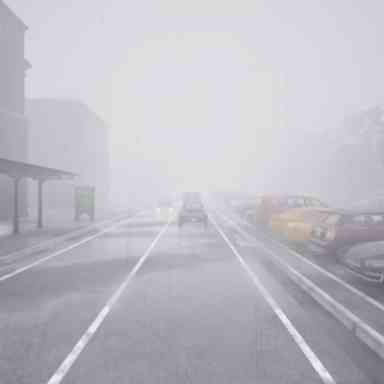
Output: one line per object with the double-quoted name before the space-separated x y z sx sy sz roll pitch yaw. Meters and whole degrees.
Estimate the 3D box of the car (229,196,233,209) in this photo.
"car" 6.419 1.432 33.104 4.674 1.452 2.002 0 1 0

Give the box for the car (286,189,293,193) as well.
"car" 19.805 0.682 58.172 5.366 1.575 1.946 0 2 0

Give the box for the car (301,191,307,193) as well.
"car" 19.574 0.999 49.936 5.008 1.535 2.097 0 2 0

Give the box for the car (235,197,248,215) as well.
"car" 6.383 1.452 27.525 5.008 1.535 2.097 0 0 0

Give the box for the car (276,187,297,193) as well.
"car" 19.664 0.311 66.654 4.674 1.452 2.002 0 3 0

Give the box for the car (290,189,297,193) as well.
"car" 19.791 0.800 55.379 5.366 1.575 1.946 0 3 0

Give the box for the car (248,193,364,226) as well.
"car" 6.375 1.233 19.169 5.566 2.045 2.435 0 0 0

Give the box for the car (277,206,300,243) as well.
"car" 6.505 1.492 13.602 5.366 1.575 1.946 0 0 0

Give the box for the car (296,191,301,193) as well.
"car" 19.564 0.934 52.727 4.792 1.488 2.163 0 2 0

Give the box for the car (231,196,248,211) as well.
"car" 6.396 1.426 30.315 5.008 1.535 2.097 0 1 0

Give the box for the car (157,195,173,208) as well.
"car" -3.428 1.173 42.724 1.837 1.490 4.892 0 1 0

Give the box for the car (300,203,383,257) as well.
"car" 6.275 1.375 10.945 4.553 1.767 2.185 0 0 0

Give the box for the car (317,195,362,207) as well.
"car" 19.545 1.168 44.231 4.892 1.521 2.231 0 2 0

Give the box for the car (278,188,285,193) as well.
"car" 19.651 0.455 63.873 4.674 1.452 2.002 0 3 0

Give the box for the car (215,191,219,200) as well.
"car" 6.483 0.943 52.611 4.792 1.488 2.163 0 2 0

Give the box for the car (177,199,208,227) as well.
"car" 0.067 1.439 22.190 2.128 1.511 4.902 0 0 0

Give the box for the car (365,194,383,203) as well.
"car" 19.511 1.171 30.417 5.566 2.045 2.435 0 1 0

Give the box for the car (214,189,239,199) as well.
"car" 6.598 0.301 63.735 4.553 1.767 2.185 0 3 0

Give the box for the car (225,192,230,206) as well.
"car" 6.475 1.173 38.668 4.553 1.767 2.185 0 1 0

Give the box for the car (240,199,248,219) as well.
"car" 6.345 1.499 24.739 4.792 1.488 2.163 0 0 0

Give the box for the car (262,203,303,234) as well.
"car" 6.328 1.490 16.386 5.008 1.535 2.097 0 0 0

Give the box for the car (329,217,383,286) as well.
"car" 6.298 1.507 8.037 4.892 1.521 2.231 0 0 0

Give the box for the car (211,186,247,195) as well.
"car" 6.568 0.438 58.163 5.566 2.045 2.435 0 3 0

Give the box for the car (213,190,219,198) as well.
"car" 6.520 0.808 55.387 4.892 1.521 2.231 0 2 0

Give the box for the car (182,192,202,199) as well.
"car" 0.007 0.942 40.176 2.150 2.045 5.566 0 1 0

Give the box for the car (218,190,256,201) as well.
"car" 6.453 0.968 47.027 4.553 1.767 2.185 0 2 0

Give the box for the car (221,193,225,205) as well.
"car" 6.486 1.268 41.458 4.792 1.488 2.163 0 1 0

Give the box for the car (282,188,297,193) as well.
"car" 19.662 0.587 60.963 4.792 1.488 2.163 0 3 0

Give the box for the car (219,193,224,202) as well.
"car" 6.442 1.200 44.245 4.792 1.488 2.163 0 1 0

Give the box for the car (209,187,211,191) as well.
"car" 6.565 0.169 69.305 4.792 1.488 2.163 0 3 0

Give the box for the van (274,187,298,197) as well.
"van" 19.548 -0.090 69.311 4.442 1.987 1.878 -1 3 0

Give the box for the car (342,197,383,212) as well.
"car" 19.325 1.341 35.999 5.366 1.575 1.946 0 1 0

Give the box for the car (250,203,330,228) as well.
"car" 6.358 1.520 21.953 4.674 1.452 2.002 0 0 0

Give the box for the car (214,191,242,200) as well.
"car" 6.548 0.562 60.965 5.008 1.535 2.097 0 3 0

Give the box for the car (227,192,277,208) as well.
"car" 6.461 1.224 35.888 4.553 1.767 2.185 0 1 0
